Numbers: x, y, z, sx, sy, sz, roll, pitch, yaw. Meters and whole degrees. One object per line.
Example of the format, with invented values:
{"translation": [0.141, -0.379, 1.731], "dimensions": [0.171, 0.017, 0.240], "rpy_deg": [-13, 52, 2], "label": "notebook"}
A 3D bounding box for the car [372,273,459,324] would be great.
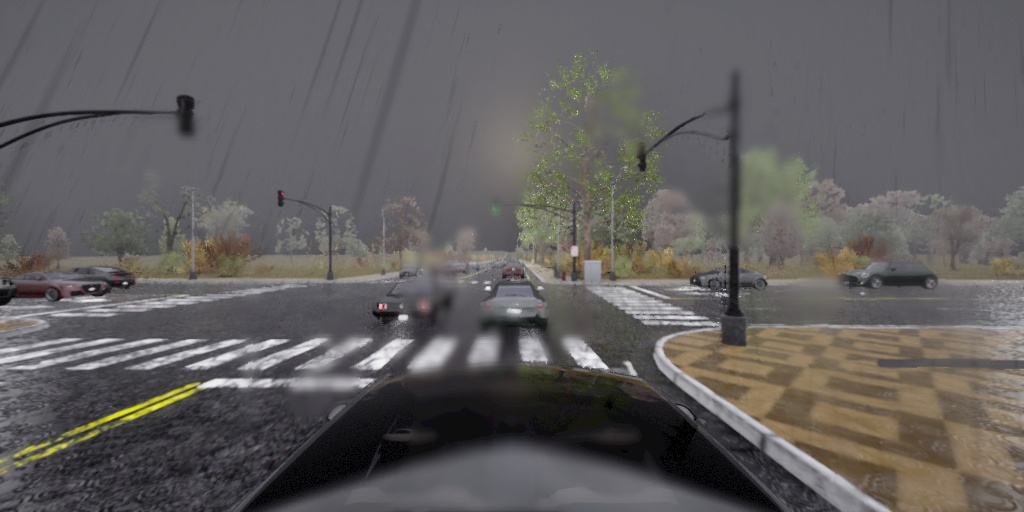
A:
{"translation": [-3.181, 1.500, 12.738], "dimensions": [1.895, 1.301, 4.718], "rpy_deg": [0, 0, 0], "label": "car"}

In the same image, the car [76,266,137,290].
{"translation": [-25.415, 1.371, 21.438], "dimensions": [4.892, 1.490, 1.837], "rpy_deg": [0, 0, 3], "label": "car"}

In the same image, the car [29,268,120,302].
{"translation": [-22.818, 1.458, 17.875], "dimensions": [4.181, 1.385, 1.994], "rpy_deg": [0, 1, 3], "label": "car"}

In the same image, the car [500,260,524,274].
{"translation": [0.182, 1.309, 36.847], "dimensions": [2.097, 1.767, 4.553], "rpy_deg": [0, 0, 1], "label": "car"}

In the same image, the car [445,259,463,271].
{"translation": [-9.337, 1.418, 58.431], "dimensions": [2.097, 1.767, 4.553], "rpy_deg": [0, 0, 1], "label": "car"}

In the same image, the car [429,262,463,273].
{"translation": [-6.514, 1.550, 35.794], "dimensions": [1.895, 1.301, 4.718], "rpy_deg": [0, 0, 1], "label": "car"}

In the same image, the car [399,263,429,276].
{"translation": [-9.762, 1.454, 35.920], "dimensions": [1.837, 1.490, 4.892], "rpy_deg": [0, 0, 1], "label": "car"}

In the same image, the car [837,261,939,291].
{"translation": [22.853, 1.125, 21.942], "dimensions": [4.553, 1.767, 2.097], "rpy_deg": [0, 1, 3], "label": "car"}

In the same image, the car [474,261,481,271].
{"translation": [-6.131, 1.585, 56.753], "dimensions": [1.812, 1.442, 4.674], "rpy_deg": [0, 0, 1], "label": "car"}

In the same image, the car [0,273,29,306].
{"translation": [-23.988, 1.147, 14.668], "dimensions": [5.566, 2.045, 2.150], "rpy_deg": [0, 1, 3], "label": "car"}

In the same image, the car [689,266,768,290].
{"translation": [13.435, 1.349, 22.385], "dimensions": [4.181, 1.385, 1.994], "rpy_deg": [0, 1, 3], "label": "car"}

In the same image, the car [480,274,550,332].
{"translation": [0.075, 1.457, 11.525], "dimensions": [1.994, 1.385, 4.181], "rpy_deg": [0, 0, 0], "label": "car"}

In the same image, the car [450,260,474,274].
{"translation": [-6.359, 1.503, 45.025], "dimensions": [1.837, 1.490, 4.892], "rpy_deg": [0, 0, 1], "label": "car"}
